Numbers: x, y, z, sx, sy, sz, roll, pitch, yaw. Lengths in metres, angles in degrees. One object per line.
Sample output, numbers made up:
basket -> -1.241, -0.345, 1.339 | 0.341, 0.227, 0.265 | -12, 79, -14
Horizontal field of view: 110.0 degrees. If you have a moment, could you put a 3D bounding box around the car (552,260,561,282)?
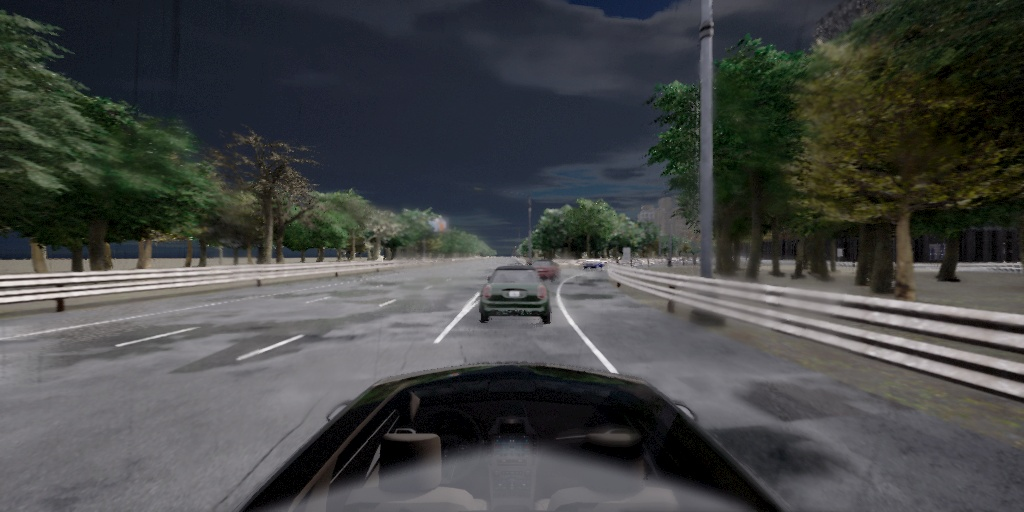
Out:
car -> 2.722, 1.073, 29.083 | 2.097, 1.767, 4.553 | 0, 0, 14

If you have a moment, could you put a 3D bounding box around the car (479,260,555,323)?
car -> 0.194, 1.091, 12.279 | 2.097, 1.767, 4.553 | 0, 0, 3

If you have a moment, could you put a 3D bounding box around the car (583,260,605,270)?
car -> 11.783, 1.287, 51.288 | 1.895, 1.301, 4.718 | 0, 0, 31
